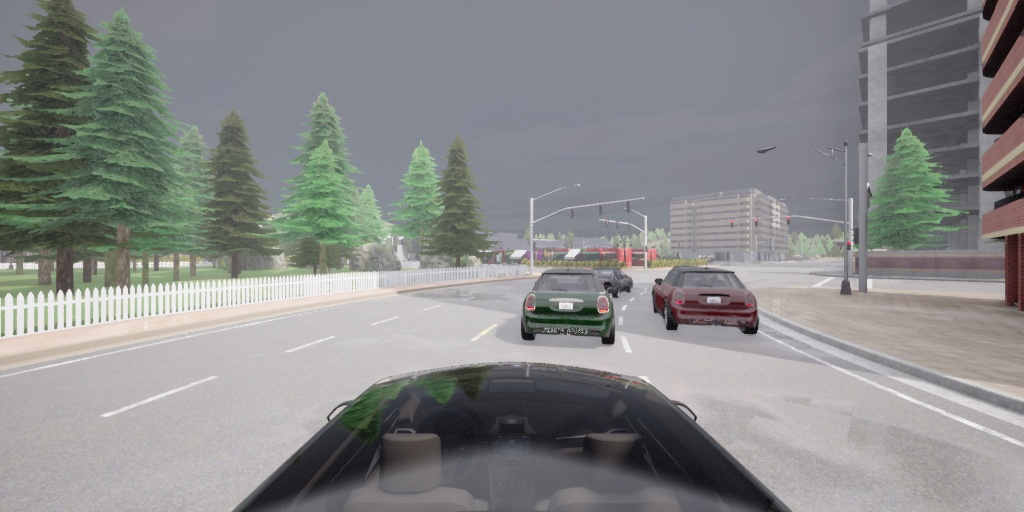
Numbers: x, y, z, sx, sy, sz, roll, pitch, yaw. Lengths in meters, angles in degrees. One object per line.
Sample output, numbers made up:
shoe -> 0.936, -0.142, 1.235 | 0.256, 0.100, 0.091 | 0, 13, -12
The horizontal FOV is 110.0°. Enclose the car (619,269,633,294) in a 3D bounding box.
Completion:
car -> 4.908, 1.298, 18.586 | 2.033, 1.411, 5.357 | 0, 0, 29

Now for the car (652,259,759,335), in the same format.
car -> 5.547, 1.104, 10.874 | 2.097, 1.767, 4.553 | 0, 0, 16

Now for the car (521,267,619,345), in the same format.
car -> 1.635, 1.102, 9.842 | 2.097, 1.767, 4.553 | 0, 0, 13

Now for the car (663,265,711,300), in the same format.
car -> 9.338, 1.256, 18.882 | 1.837, 1.490, 4.892 | 0, 0, 31
